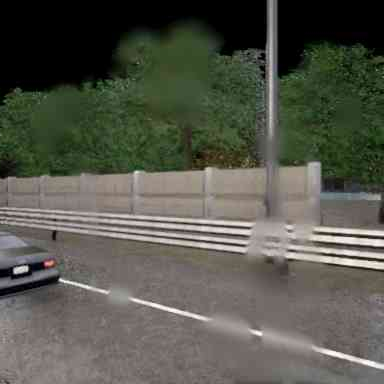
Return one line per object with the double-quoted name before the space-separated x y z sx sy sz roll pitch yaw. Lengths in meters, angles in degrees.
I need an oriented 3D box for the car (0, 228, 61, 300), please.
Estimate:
"car" -5.291 1.520 7.780 5.357 1.411 2.033 0 0 36
